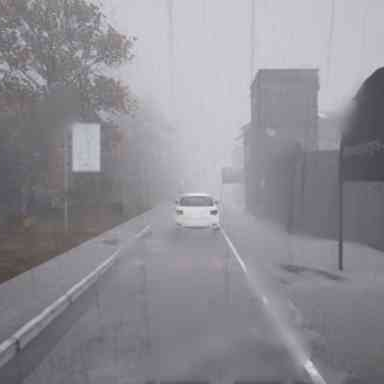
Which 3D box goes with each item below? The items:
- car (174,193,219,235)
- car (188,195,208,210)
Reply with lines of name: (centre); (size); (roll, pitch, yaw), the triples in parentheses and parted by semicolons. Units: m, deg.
car: (0.245, 1.058, 17.818); (2.150, 2.045, 5.566); (0, 1, 1)
car: (0.645, 1.063, 36.529); (2.033, 1.411, 5.357); (0, 1, 2)
